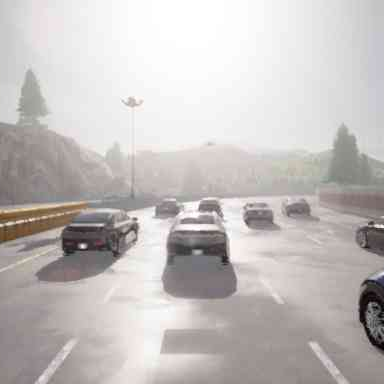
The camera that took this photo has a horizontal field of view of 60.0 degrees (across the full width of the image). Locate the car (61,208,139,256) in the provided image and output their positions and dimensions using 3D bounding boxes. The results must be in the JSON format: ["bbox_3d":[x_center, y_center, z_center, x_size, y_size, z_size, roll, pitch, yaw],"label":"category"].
[{"bbox_3d":[-3.259,1.381,12.592,1.837,1.490,4.892,0,1,2],"label":"car"}]

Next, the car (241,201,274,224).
[{"bbox_3d":[4.416,1.325,22.660,2.033,1.411,5.357,0,1,6],"label":"car"}]

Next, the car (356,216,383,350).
[{"bbox_3d":[3.597,1.318,3.263,2.097,1.767,4.553,0,0,0],"label":"car"}]

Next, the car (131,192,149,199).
[{"bbox_3d":[-8.547,0.766,60.312,2.097,1.767,4.553,0,1,19],"label":"car"}]

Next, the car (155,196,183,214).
[{"bbox_3d":[-1.814,1.285,28.635,1.994,1.385,4.181,0,1,8],"label":"car"}]

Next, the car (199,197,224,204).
[{"bbox_3d":[1.616,1.231,28.055,1.837,1.490,4.892,0,1,8],"label":"car"}]

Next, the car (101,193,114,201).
[{"bbox_3d":[-15.134,0.869,62.677,1.882,1.535,5.008,0,1,19],"label":"car"}]

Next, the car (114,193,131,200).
[{"bbox_3d":[-11.889,1.004,61.461,1.895,1.301,4.718,0,1,19],"label":"car"}]

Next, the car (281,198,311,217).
[{"bbox_3d":[8.669,1.218,27.944,2.128,1.511,4.902,0,1,8],"label":"car"}]

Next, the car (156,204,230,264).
[{"bbox_3d":[0.203,1.380,11.339,2.128,1.511,4.902,0,1,1],"label":"car"}]

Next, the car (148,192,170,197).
[{"bbox_3d":[-5.214,0.971,59.308,2.033,1.411,5.357,0,1,20],"label":"car"}]
